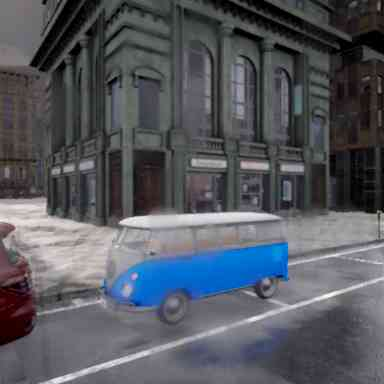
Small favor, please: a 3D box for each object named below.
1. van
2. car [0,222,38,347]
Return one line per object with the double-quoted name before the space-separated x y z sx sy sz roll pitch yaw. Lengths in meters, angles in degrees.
"van" 0.226 1.339 6.811 3.998 1.788 1.690 0 0 -35
"car" -4.363 1.317 3.540 5.009 1.841 2.192 0 0 -35
